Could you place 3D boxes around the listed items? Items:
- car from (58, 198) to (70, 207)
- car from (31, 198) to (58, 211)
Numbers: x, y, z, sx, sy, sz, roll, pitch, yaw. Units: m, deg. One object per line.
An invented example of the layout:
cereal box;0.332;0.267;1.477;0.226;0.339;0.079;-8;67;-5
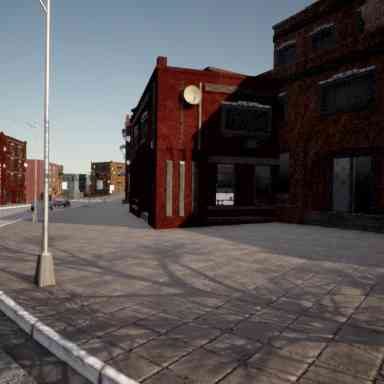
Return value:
car;-20.990;1.693;53.659;1.812;1.442;4.674;1;0;-9
car;-19.133;1.683;42.720;1.994;1.385;4.181;1;0;-9
